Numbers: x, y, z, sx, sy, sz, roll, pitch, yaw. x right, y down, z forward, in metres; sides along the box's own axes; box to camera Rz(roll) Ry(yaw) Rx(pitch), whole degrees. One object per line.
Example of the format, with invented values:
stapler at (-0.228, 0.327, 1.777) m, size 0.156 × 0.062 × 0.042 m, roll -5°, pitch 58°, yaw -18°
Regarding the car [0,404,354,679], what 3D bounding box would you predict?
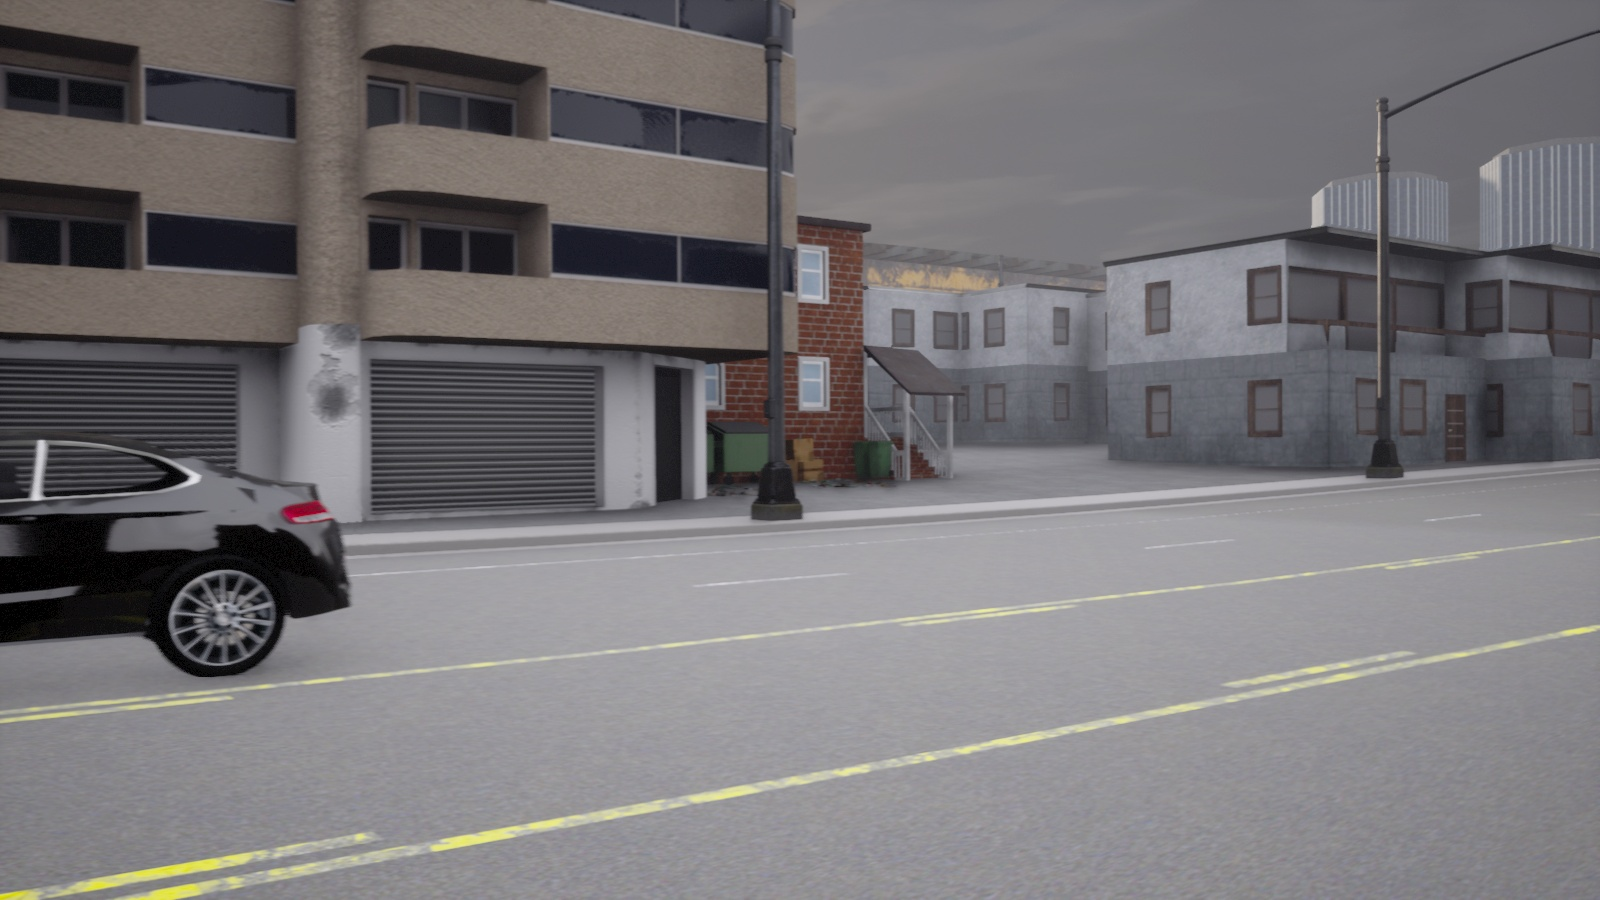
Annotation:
car at (-5.777, 0.554, 8.168) m, size 5.027 × 1.651 × 2.152 m, roll 0°, pitch 0°, yaw -35°
